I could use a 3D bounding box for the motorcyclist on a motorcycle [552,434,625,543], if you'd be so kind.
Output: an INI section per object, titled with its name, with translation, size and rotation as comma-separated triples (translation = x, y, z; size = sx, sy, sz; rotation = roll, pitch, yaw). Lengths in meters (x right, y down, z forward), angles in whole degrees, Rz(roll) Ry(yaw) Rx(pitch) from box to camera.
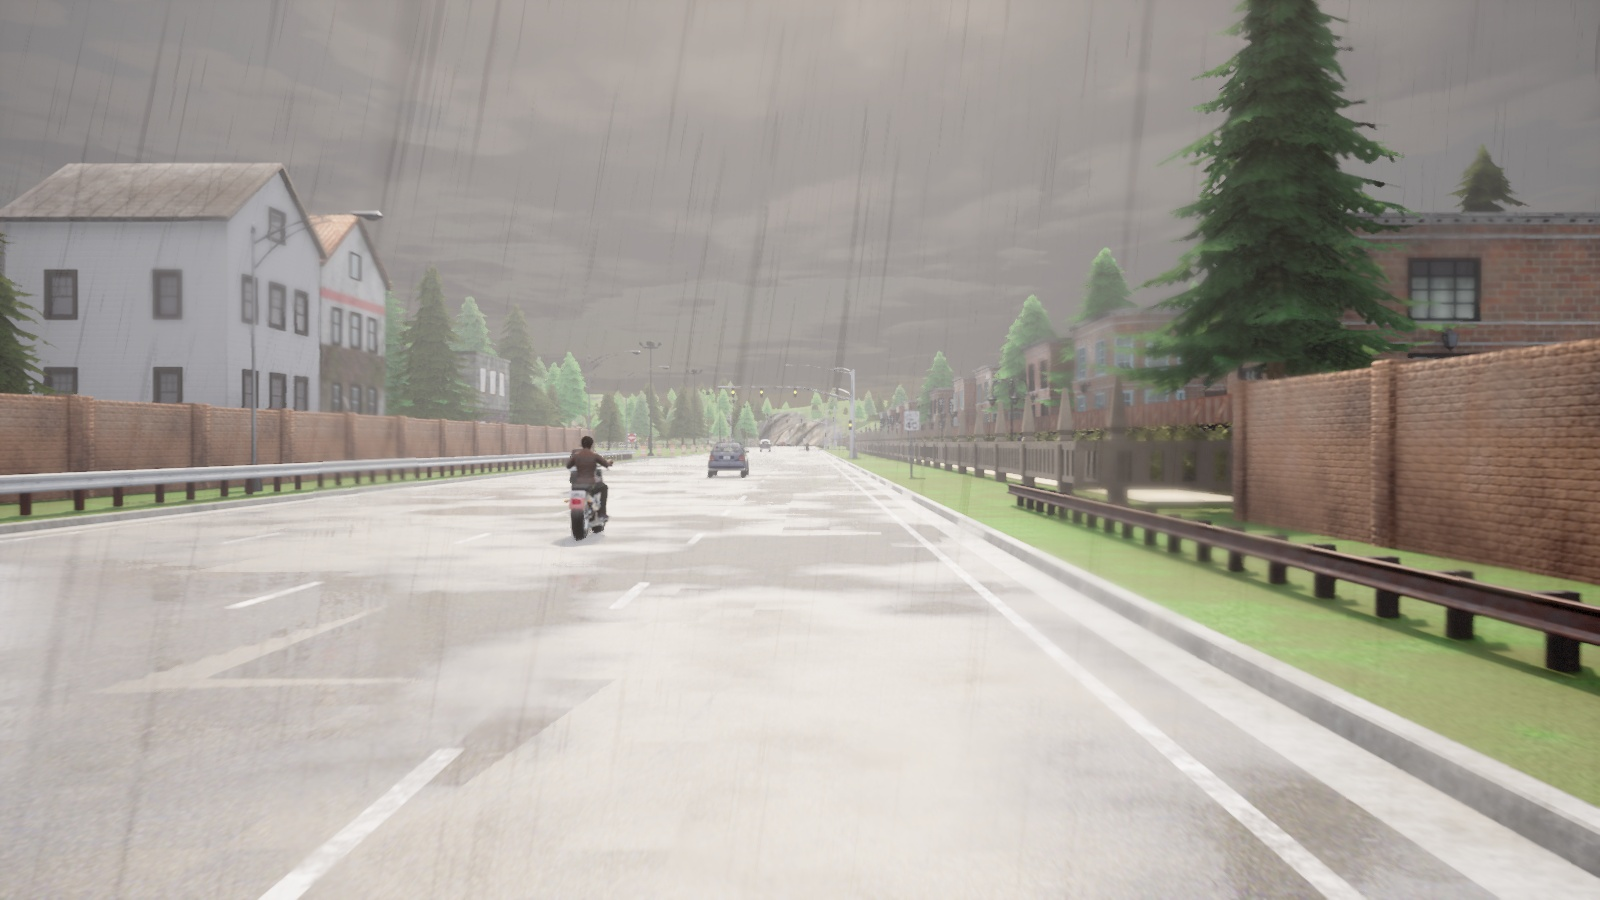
[motorcyclist on a motorcycle]
translation = -3.370, 0.580, 20.189
size = 0.766, 1.649, 2.350
rotation = 0, 0, 0

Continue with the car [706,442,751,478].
[car]
translation = -3.165, 0.409, 56.092
size = 1.789, 1.549, 3.705
rotation = 0, 1, 0
